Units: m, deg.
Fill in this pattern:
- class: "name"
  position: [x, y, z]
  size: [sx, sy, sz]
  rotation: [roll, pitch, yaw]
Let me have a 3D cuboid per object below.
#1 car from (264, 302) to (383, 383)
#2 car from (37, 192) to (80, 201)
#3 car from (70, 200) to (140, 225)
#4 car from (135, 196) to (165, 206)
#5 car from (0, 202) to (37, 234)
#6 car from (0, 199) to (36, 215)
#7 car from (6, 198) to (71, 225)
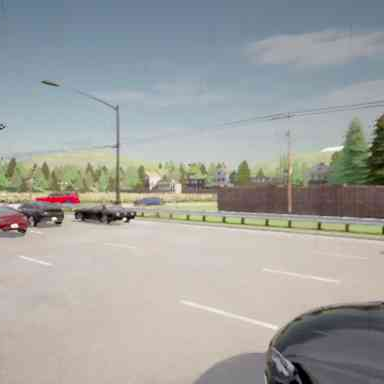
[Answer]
- class: "car"
  position: [2.852, 1.477, 2.088]
  size: [4.902, 1.511, 2.128]
  rotation: [0, 0, 39]
- class: "car"
  position: [-17.332, 0.968, 43.009]
  size: [5.566, 2.045, 2.150]
  rotation: [0, 0, -5]
- class: "car"
  position: [-6.078, 1.465, 22.882]
  size: [4.718, 1.301, 1.895]
  rotation: [0, 0, 39]
- class: "car"
  position: [-5.881, 1.291, 46.024]
  size: [4.181, 1.385, 1.994]
  rotation: [0, 0, -23]
- class: "car"
  position: [-10.156, 1.424, 17.174]
  size: [4.674, 1.442, 1.812]
  rotation: [0, 0, 39]
- class: "car"
  position: [-16.953, 1.414, 31.723]
  size: [4.718, 1.301, 1.895]
  rotation: [0, 0, 39]
- class: "car"
  position: [-10.260, 1.376, 21.768]
  size: [4.892, 1.490, 1.837]
  rotation: [0, 0, 39]
